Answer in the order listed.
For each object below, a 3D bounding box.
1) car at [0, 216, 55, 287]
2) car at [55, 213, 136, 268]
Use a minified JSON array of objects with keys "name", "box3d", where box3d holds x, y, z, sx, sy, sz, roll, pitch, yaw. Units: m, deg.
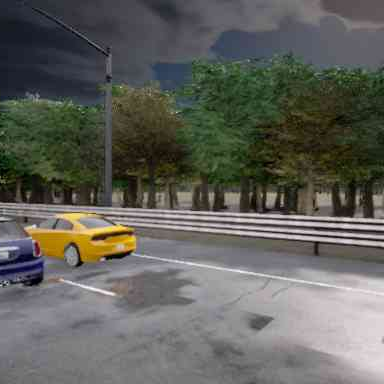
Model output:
[{"name":"car","box3d":[-5.637,1.337,8.091,4.553,1.767,2.097,0,0,36]},{"name":"car","box3d":[-4.115,1.463,11.310,5.008,1.535,1.882,0,0,36]}]
